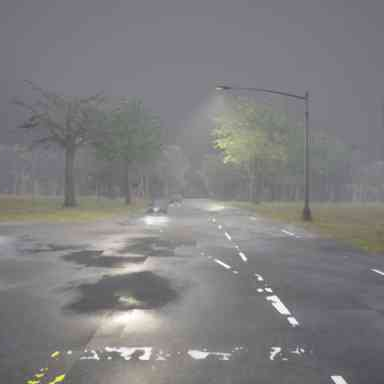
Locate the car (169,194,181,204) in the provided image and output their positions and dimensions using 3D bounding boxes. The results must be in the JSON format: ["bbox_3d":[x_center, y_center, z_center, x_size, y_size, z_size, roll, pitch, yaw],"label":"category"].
[{"bbox_3d":[-3.438,1.423,68.840,2.150,2.045,5.566,0,0,0],"label":"car"}]

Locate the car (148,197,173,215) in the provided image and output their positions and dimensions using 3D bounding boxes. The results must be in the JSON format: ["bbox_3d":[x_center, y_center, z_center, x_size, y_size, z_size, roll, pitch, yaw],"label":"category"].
[{"bbox_3d":[-3.444,1.556,34.424,2.128,1.511,4.902,0,0,0],"label":"car"}]
